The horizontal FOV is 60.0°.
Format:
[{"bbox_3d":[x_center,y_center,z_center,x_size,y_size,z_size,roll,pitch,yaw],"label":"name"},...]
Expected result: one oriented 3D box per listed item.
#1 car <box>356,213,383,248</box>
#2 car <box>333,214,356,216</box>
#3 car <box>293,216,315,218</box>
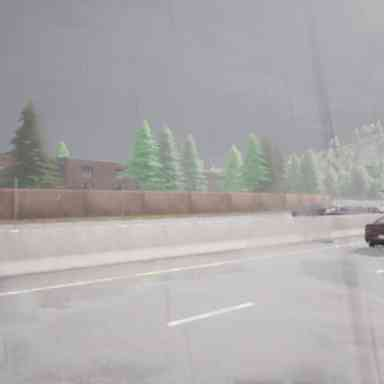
[{"bbox_3d":[9.765,1.724,15.002,5.008,1.535,1.882,1,-1,-35],"label":"car"},{"bbox_3d":[13.823,1.877,26.964,5.008,1.535,1.882,1,0,-38],"label":"car"},{"bbox_3d":[12.292,1.955,34.727,4.892,1.490,1.837,2,-1,-41],"label":"car"}]
